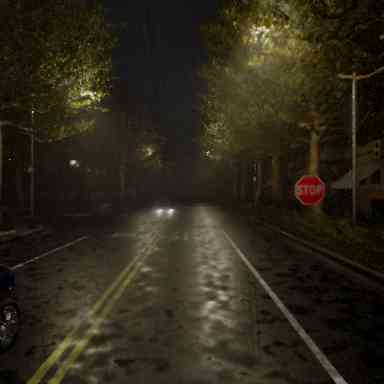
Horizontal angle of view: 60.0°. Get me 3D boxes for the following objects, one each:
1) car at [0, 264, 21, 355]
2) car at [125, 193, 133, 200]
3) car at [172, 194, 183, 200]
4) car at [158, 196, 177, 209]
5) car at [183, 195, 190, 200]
[{"bbox_3d":[-3.582,1.349,3.011,2.097,1.767,4.553,0,0,0],"label":"car"},{"bbox_3d":[-19.044,1.126,91.595,5.566,2.045,2.150,0,0,0],"label":"car"},{"bbox_3d":[-3.481,1.286,71.231,1.837,1.490,4.892,0,0,0],"label":"car"},{"bbox_3d":[-3.494,1.562,45.347,1.895,1.301,4.718,0,0,0],"label":"car"},{"bbox_3d":[-3.093,1.441,91.503,5.357,1.411,2.033,0,0,0],"label":"car"}]
